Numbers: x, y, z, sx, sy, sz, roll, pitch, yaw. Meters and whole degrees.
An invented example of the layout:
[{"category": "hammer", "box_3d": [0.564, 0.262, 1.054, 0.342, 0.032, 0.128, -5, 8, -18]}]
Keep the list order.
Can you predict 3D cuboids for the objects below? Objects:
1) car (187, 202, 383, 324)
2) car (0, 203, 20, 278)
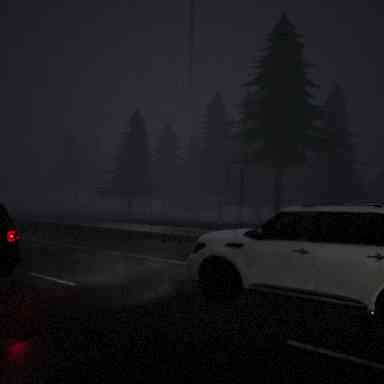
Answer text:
[{"category": "car", "box_3d": [2.552, 1.221, 6.471, 5.566, 2.045, 2.150, 0, 0, 36]}, {"category": "car", "box_3d": [-6.802, 1.220, 8.845, 5.566, 2.045, 2.150, 0, 0, 35]}]
